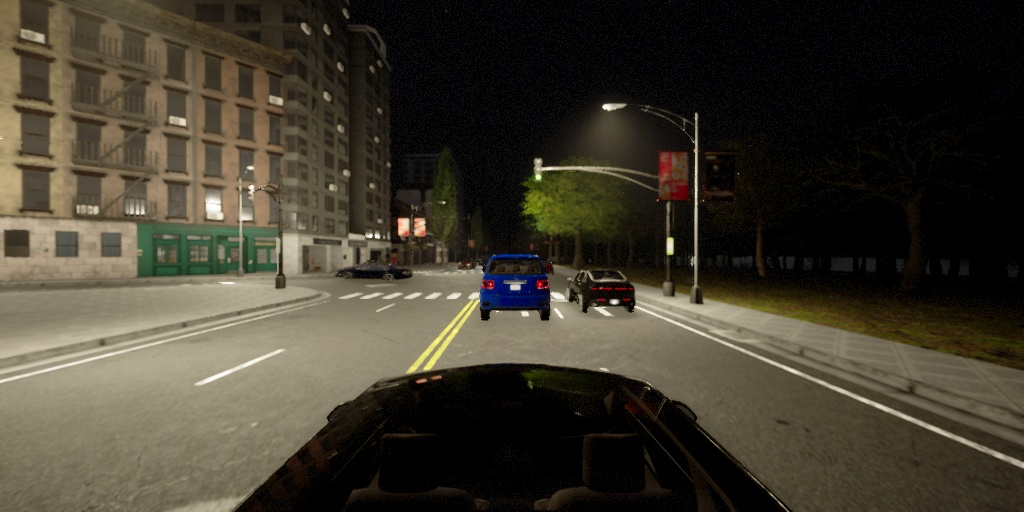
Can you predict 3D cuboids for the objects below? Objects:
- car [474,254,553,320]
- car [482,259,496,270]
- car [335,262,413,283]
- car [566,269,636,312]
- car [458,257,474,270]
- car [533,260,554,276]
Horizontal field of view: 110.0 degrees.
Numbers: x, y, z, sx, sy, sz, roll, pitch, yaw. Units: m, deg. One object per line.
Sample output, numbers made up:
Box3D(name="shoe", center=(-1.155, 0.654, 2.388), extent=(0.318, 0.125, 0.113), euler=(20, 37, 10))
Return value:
Box3D(name="car", center=(0.098, 0.968, 12.700), extent=(2.150, 2.045, 5.566), euler=(0, 0, 0))
Box3D(name="car", center=(-3.335, 1.229, 52.633), extent=(1.837, 1.490, 4.892), euler=(0, 1, 0))
Box3D(name="car", center=(-10.278, 1.161, 26.897), extent=(5.357, 1.411, 2.033), euler=(2, 1, 1))
Box3D(name="car", center=(3.347, 1.250, 14.136), extent=(1.837, 1.490, 4.892), euler=(0, 0, 0))
Box3D(name="car", center=(-6.580, 1.079, 52.723), extent=(2.097, 1.767, 4.553), euler=(0, 0, 0))
Box3D(name="car", center=(3.341, 1.211, 38.793), extent=(1.882, 1.535, 5.008), euler=(0, 0, 0))
